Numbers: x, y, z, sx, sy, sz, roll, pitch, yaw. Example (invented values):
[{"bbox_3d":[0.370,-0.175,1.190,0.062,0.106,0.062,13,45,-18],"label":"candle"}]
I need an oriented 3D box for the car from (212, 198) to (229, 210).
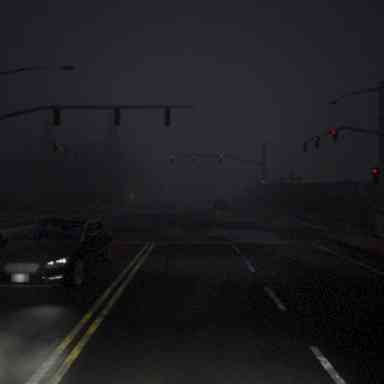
[{"bbox_3d":[3.579,1.446,42.088,2.128,1.511,4.902,0,0,0],"label":"car"}]

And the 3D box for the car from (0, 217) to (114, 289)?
[{"bbox_3d":[-3.505,1.481,9.227,2.128,1.511,4.902,0,0,0],"label":"car"}]
